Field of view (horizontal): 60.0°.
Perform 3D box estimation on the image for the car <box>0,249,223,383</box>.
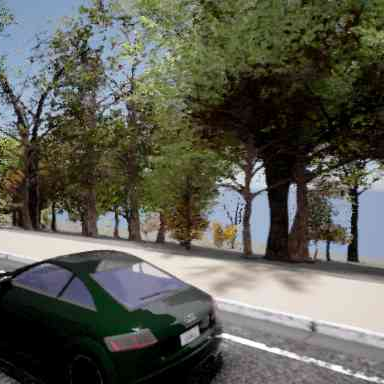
[{"bbox_3d":[-1.656,1.563,4.870,4.181,1.385,1.994,0,0,35],"label":"car"}]
